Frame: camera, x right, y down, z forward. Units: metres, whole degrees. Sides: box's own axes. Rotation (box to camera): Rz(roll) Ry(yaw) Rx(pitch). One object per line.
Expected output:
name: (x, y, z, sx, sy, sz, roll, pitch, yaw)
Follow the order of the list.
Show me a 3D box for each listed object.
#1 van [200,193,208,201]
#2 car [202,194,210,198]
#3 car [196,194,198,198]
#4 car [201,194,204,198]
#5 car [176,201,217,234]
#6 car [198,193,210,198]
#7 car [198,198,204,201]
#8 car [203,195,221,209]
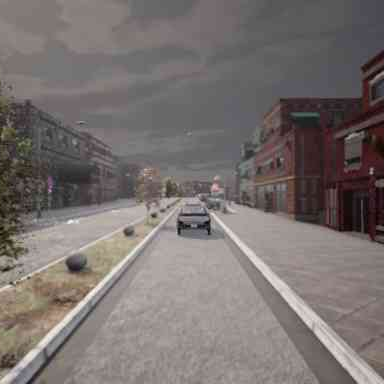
van: (2.999, 1.257, 82.049, 1.878, 1.987, 4.442, 0, 0, 0)
car: (2.998, 1.508, 48.921, 2.231, 1.521, 4.892, 0, 0, 0)
car: (3.000, 1.493, 87.447, 2.231, 1.521, 4.892, 0, 0, 0)
car: (2.998, 1.531, 54.479, 2.163, 1.488, 4.792, 0, 0, 0)
car: (0.100, 1.510, 19.398, 2.128, 1.511, 4.902, 0, 0, 0)
car: (2.999, 1.230, 70.919, 2.435, 2.045, 5.566, 0, 0, 0)
car: (0.094, 1.631, 37.871, 1.895, 1.301, 4.718, 0, 0, 0)
car: (2.998, 1.511, 43.273, 2.231, 1.521, 4.892, 0, 0, 0)
